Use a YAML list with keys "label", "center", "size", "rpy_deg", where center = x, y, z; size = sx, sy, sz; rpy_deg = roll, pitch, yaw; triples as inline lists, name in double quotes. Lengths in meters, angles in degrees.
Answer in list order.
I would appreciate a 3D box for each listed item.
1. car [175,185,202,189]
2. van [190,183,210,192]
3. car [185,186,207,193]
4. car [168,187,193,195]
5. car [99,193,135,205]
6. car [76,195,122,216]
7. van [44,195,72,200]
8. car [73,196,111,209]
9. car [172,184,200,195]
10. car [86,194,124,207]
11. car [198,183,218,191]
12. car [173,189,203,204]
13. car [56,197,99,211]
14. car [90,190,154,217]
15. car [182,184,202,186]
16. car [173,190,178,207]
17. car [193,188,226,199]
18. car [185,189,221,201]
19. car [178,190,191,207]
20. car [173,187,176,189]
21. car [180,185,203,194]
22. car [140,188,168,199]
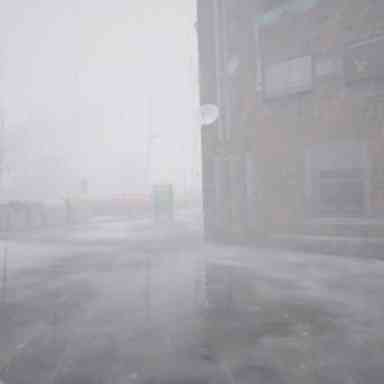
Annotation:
- label: "car"
  center: [0.424, 0.414, 46.180]
  size: [4.553, 1.767, 2.185]
  rpy_deg: [-2, 2, 24]
- label: "van"
  center: [1.934, -1.031, 80.934]
  size: [4.442, 1.987, 1.878]
  rpy_deg: [-2, 2, 24]
- label: "car"
  center: [0.917, -0.623, 78.348]
  size: [4.792, 1.488, 2.163]
  rpy_deg: [-2, 2, 24]
- label: "car"
  center: [-2.420, -0.156, 70.676]
  size: [4.792, 1.488, 2.163]
  rpy_deg: [-2, 2, 24]
- label: "car"
  center: [-11.298, 1.063, 50.203]
  size: [4.892, 1.521, 2.231]
  rpy_deg: [-2, 2, 24]
- label: "car"
  center: [-9.563, 1.369, 34.685]
  size: [2.097, 1.767, 4.553]
  rpy_deg: [-2, 2, 23]
- label: "van"
  center: [-15.647, 1.450, 39.916]
  size: [4.442, 1.987, 1.878]
  rpy_deg: [-2, 2, 24]
- label: "car"
  center: [-13.517, 1.414, 45.085]
  size: [4.674, 1.452, 2.002]
  rpy_deg: [-2, 2, 24]
- label: "car"
  center: [-1.323, -0.592, 73.222]
  size: [5.566, 2.045, 2.435]
  rpy_deg: [-2, 2, 24]
- label: "car"
  center: [-12.449, 1.226, 47.525]
  size: [4.892, 1.521, 2.231]
  rpy_deg: [-2, 2, 24]
- label: "car"
  center: [4.243, -1.246, 86.018]
  size: [4.553, 1.767, 2.185]
  rpy_deg: [-2, 2, 24]
- label: "car"
  center: [-1.768, 0.858, 40.743]
  size: [5.366, 1.575, 1.946]
  rpy_deg: [-2, 2, 24]
- label: "car"
  center: [-14.634, 1.531, 42.531]
  size: [4.892, 1.521, 2.231]
  rpy_deg: [-2, 2, 24]
- label: "car"
  center: [-6.621, 1.195, 30.147]
  size: [5.566, 2.045, 2.435]
  rpy_deg: [-2, 1, 24]
- label: "car"
  center: [0.381, -0.270, 65.407]
  size: [2.097, 1.767, 4.553]
  rpy_deg: [-2, 2, 24]
- label: "car"
  center: [-4.314, 1.068, 35.440]
  size: [4.553, 1.767, 2.185]
  rpy_deg: [-2, 2, 24]
- label: "car"
  center: [2.742, 0.252, 51.581]
  size: [4.674, 1.452, 2.002]
  rpy_deg: [-2, 2, 24]
- label: "car"
  center: [1.600, 0.405, 48.877]
  size: [4.792, 1.488, 2.163]
  rpy_deg: [-2, 2, 24]
- label: "car"
  center: [-3.277, 1.036, 38.200]
  size: [5.366, 1.575, 1.946]
  rpy_deg: [-2, 2, 24]
- label: "car"
  center: [-4.591, 0.154, 65.535]
  size: [4.792, 1.488, 2.163]
  rpy_deg: [-2, 2, 24]
- label: "car"
  center: [-0.149, -0.625, 75.762]
  size: [4.553, 1.767, 2.185]
  rpy_deg: [-2, 2, 24]
- label: "car"
  center: [-6.930, 0.321, 60.325]
  size: [4.553, 1.767, 2.185]
  rpy_deg: [-2, 2, 24]
